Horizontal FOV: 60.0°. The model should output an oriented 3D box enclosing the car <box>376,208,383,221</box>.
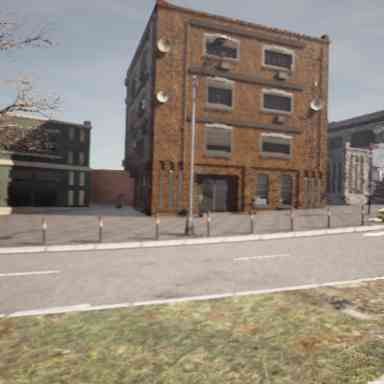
[{"bbox_3d":[13.555,1.025,20.091,5.366,1.575,1.946,-2,0,-23],"label":"car"}]
